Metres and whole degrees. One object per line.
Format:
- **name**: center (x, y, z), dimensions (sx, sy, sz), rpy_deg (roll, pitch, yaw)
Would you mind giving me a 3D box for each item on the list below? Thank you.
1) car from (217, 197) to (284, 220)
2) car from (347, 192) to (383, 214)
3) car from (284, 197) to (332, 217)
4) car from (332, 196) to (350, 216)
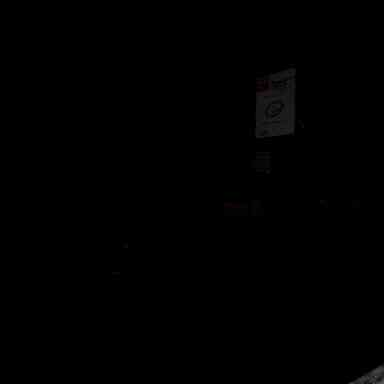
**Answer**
- **car**: center (3.840, 1.127, 24.343), dimensions (2.097, 1.535, 5.008), rpy_deg (0, 1, -34)
- **car**: center (15.389, 1.121, 32.122), dimensions (2.185, 1.767, 4.553), rpy_deg (1, 1, -34)
- **car**: center (8.447, 1.164, 27.470), dimensions (2.097, 1.535, 5.008), rpy_deg (0, 1, -34)
- **car**: center (10.756, 1.228, 29.030), dimensions (2.002, 1.452, 4.674), rpy_deg (1, 1, -34)
